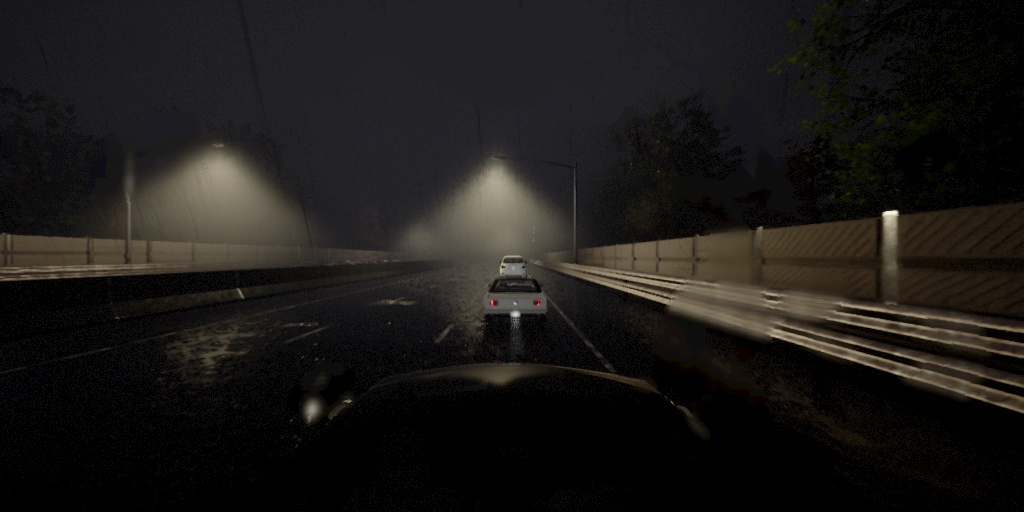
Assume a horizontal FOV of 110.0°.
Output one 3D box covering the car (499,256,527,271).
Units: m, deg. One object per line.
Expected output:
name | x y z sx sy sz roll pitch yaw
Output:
car | 0.100 1.015 30.495 2.150 2.045 5.566 0 0 0

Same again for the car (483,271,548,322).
car | 0.101 1.365 12.375 1.895 1.301 4.718 0 0 0
